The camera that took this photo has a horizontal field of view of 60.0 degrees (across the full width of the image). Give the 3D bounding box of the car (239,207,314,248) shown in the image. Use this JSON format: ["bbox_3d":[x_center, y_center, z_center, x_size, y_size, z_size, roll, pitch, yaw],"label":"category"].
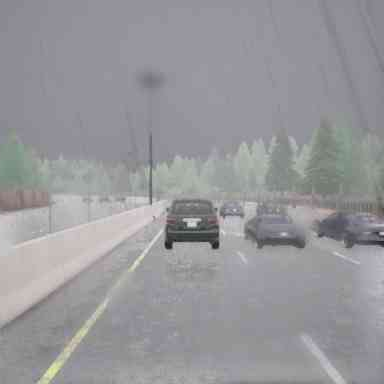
[{"bbox_3d":[3.500,1.572,14.650,1.994,1.385,4.181,0,0,0],"label":"car"}]

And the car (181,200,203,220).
[{"bbox_3d":[0.000,1.516,29.650,1.837,1.490,4.892,0,0,0],"label":"car"}]

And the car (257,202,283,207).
[{"bbox_3d":[7.000,1.563,29.650,2.033,1.411,5.357,0,0,0],"label":"car"}]

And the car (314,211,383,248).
[{"bbox_3d":[7.000,1.563,14.650,2.033,1.411,5.357,0,0,0],"label":"car"}]

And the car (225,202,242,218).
[{"bbox_3d":[3.500,1.563,29.650,2.033,1.411,5.357,0,0,0],"label":"car"}]

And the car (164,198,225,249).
[{"bbox_3d":[0.000,1.258,14.680,2.150,2.045,5.566,0,0,0],"label":"car"}]
